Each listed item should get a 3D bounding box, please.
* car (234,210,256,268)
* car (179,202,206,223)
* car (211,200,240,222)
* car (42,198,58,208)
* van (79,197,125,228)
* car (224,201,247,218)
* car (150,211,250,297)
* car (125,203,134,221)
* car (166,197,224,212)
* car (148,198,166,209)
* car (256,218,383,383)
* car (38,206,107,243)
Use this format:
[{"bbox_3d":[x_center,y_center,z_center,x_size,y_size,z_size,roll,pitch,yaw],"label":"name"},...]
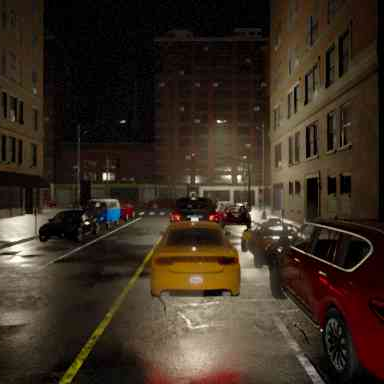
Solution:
[{"bbox_3d":[2.670,1.534,11.010,1.752,1.417,4.829,1,0,0],"label":"car"},{"bbox_3d":[0.070,1.594,26.714,1.994,1.385,4.181,0,0,1],"label":"car"},{"bbox_3d":[2.664,1.471,27.288,1.967,1.590,4.097,1,0,0],"label":"car"},{"bbox_3d":[-20.146,1.370,43.452,5.008,1.535,1.882,0,-1,0],"label":"car"},{"bbox_3d":[-5.858,1.364,21.803,1.690,1.788,3.998,1,0,0],"label":"van"},{"bbox_3d":[2.667,1.463,21.805,1.967,1.590,4.097,1,0,0],"label":"car"},{"bbox_3d":[0.047,1.484,8.644,1.882,1.535,5.008,0,0,-1],"label":"car"},{"bbox_3d":[-5.862,1.575,27.285,1.887,1.381,4.507,1,0,0],"label":"car"},{"bbox_3d":[0.096,1.237,16.245,2.150,2.045,5.566,0,0,0],"label":"car"},{"bbox_3d":[-3.168,1.492,43.354,5.008,1.535,1.882,0,-1,0],"label":"car"},{"bbox_3d":[2.675,1.318,5.357,2.192,1.841,5.009,1,0,0],"label":"car"},{"bbox_3d":[-5.858,1.581,16.320,1.947,1.339,4.313,1,0,0],"label":"car"}]
